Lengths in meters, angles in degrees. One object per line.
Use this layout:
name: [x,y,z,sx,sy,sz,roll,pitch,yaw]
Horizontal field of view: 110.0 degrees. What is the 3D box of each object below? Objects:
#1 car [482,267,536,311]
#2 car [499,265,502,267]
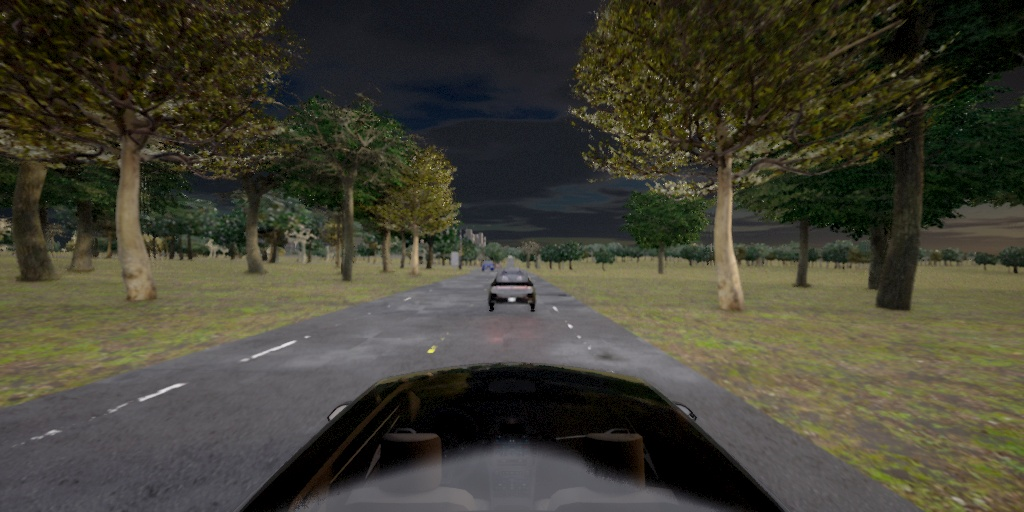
car: [0.014,1.385,15.358,2.128,1.511,4.902,0,-1,0]
car: [0.004,1.676,30.101,1.895,1.301,4.718,0,-1,0]
